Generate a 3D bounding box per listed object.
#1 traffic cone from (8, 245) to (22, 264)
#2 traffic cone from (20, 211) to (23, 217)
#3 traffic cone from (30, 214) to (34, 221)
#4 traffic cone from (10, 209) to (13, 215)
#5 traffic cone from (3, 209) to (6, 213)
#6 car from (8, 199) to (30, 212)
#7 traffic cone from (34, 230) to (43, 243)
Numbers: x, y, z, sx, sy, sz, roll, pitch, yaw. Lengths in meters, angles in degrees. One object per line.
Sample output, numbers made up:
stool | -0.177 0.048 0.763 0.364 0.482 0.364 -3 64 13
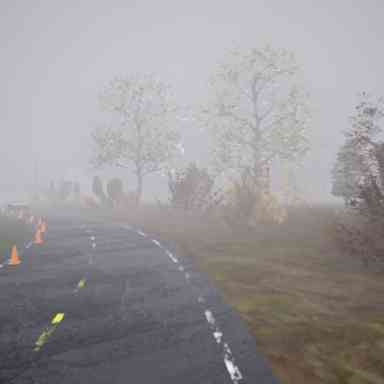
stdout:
traffic cone | -5.863 2.054 11.003 0.340 0.580 0.340 0 0 -13
traffic cone | -16.542 2.156 32.209 0.340 0.580 0.340 0 0 -38
traffic cone | -13.615 2.132 28.316 0.340 0.580 0.340 0 0 -35
traffic cone | -19.605 2.180 36.161 0.340 0.580 0.340 0 0 -38
traffic cone | -22.667 2.203 40.114 0.340 0.580 0.340 0 0 -38
car | -22.671 1.734 43.506 1.882 1.535 5.008 0 0 -38
traffic cone | -7.188 2.071 15.584 0.340 0.580 0.340 0 0 -19
